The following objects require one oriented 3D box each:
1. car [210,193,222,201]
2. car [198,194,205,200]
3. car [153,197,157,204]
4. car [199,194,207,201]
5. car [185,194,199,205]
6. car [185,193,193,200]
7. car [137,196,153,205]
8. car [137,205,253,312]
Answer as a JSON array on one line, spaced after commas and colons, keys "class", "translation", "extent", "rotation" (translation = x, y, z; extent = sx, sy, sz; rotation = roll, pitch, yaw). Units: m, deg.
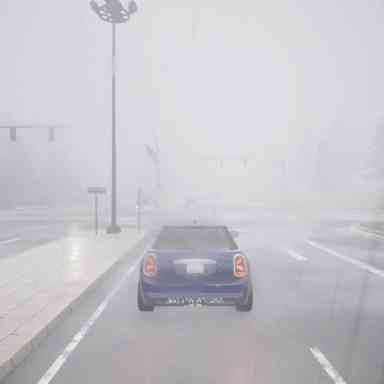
[{"class": "car", "translation": [6.357, 1.215, 85.008], "extent": [2.150, 2.045, 5.566], "rotation": [0, 0, -1]}, {"class": "car", "translation": [2.688, 1.442, 95.603], "extent": [1.882, 1.535, 5.008], "rotation": [0, 0, -1]}, {"class": "car", "translation": [-8.370, 1.505, 66.268], "extent": [1.837, 1.490, 4.892], "rotation": [0, 0, 0]}, {"class": "car", "translation": [2.852, 1.513, 85.279], "extent": [1.812, 1.442, 4.674], "rotation": [0, 0, -1]}, {"class": "car", "translation": [-0.161, 1.526, 54.717], "extent": [1.812, 1.442, 4.674], "rotation": [0, 0, -1]}, {"class": "car", "translation": [-0.812, 1.189, 95.577], "extent": [2.150, 2.045, 5.566], "rotation": [0, 0, -1]}, {"class": "car", "translation": [-8.282, 1.505, 57.059], "extent": [1.837, 1.490, 4.892], "rotation": [0, 0, -1]}, {"class": "car", "translation": [0.071, 1.352, 7.897], "extent": [2.097, 1.767, 4.553], "rotation": [0, 0, 0]}]
